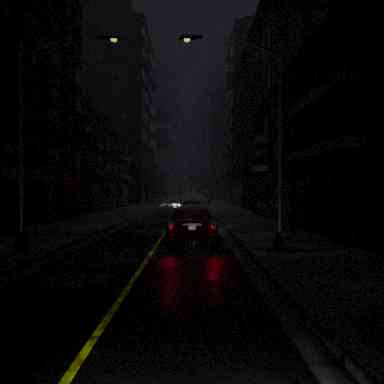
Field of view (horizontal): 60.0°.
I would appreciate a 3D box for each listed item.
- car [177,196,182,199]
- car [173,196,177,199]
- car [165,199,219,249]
[{"bbox_3d":[0.000,1.381,29.622,2.097,1.767,4.553,0,0,0],"label":"car"},{"bbox_3d":[-3.001,1.507,68.628,2.128,1.511,4.902,0,0,0],"label":"car"},{"bbox_3d":[0.000,1.368,14.621,2.097,1.767,4.553,0,0,0],"label":"car"}]
